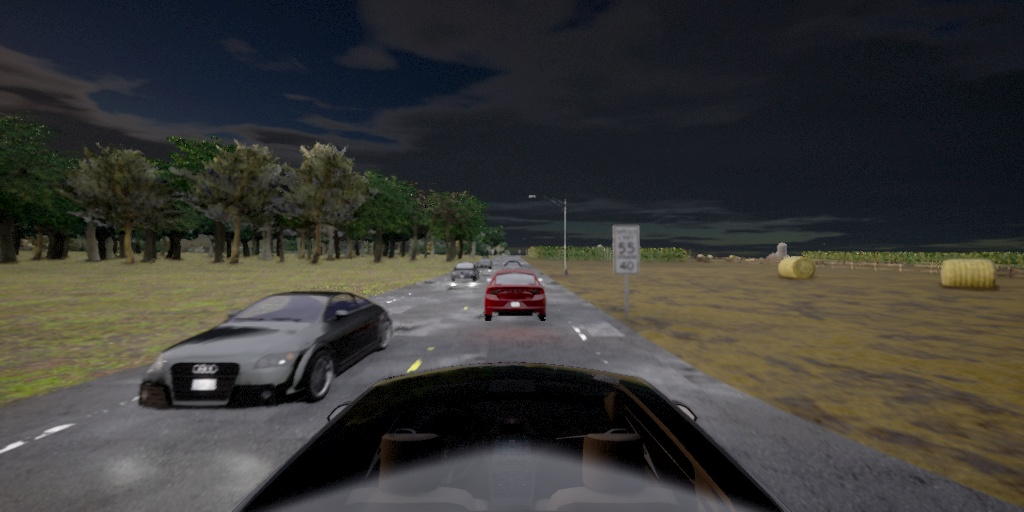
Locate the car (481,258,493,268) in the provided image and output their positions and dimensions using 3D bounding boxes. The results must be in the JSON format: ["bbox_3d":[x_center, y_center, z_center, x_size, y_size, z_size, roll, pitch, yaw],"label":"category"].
[{"bbox_3d":[-3.514,1.036,47.066,1.837,1.490,4.892,0,1,0],"label":"car"}]

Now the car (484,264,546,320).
[{"bbox_3d":[0.097,1.211,12.646,1.882,1.535,5.008,0,0,0],"label":"car"}]

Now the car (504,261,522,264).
[{"bbox_3d":[0.090,1.165,33.692,1.994,1.385,4.181,0,1,0],"label":"car"}]

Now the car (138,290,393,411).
[{"bbox_3d":[-3.601,1.312,6.186,1.994,1.385,4.181,0,0,0],"label":"car"}]

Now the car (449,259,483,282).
[{"bbox_3d":[-3.593,1.177,28.080,1.812,1.442,4.674,0,0,0],"label":"car"}]
